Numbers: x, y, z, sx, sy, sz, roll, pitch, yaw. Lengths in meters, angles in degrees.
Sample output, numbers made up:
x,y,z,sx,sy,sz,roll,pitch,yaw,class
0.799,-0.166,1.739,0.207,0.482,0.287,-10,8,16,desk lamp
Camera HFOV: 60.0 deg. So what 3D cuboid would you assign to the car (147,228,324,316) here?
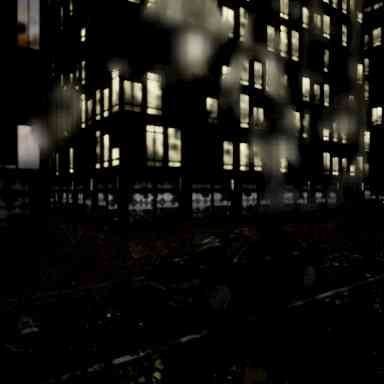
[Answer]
x,y,z,sx,sy,sz,roll,pitch,yaw,class
1.126,1.515,7.360,4.403,1.369,2.008,-1,1,-35,car
